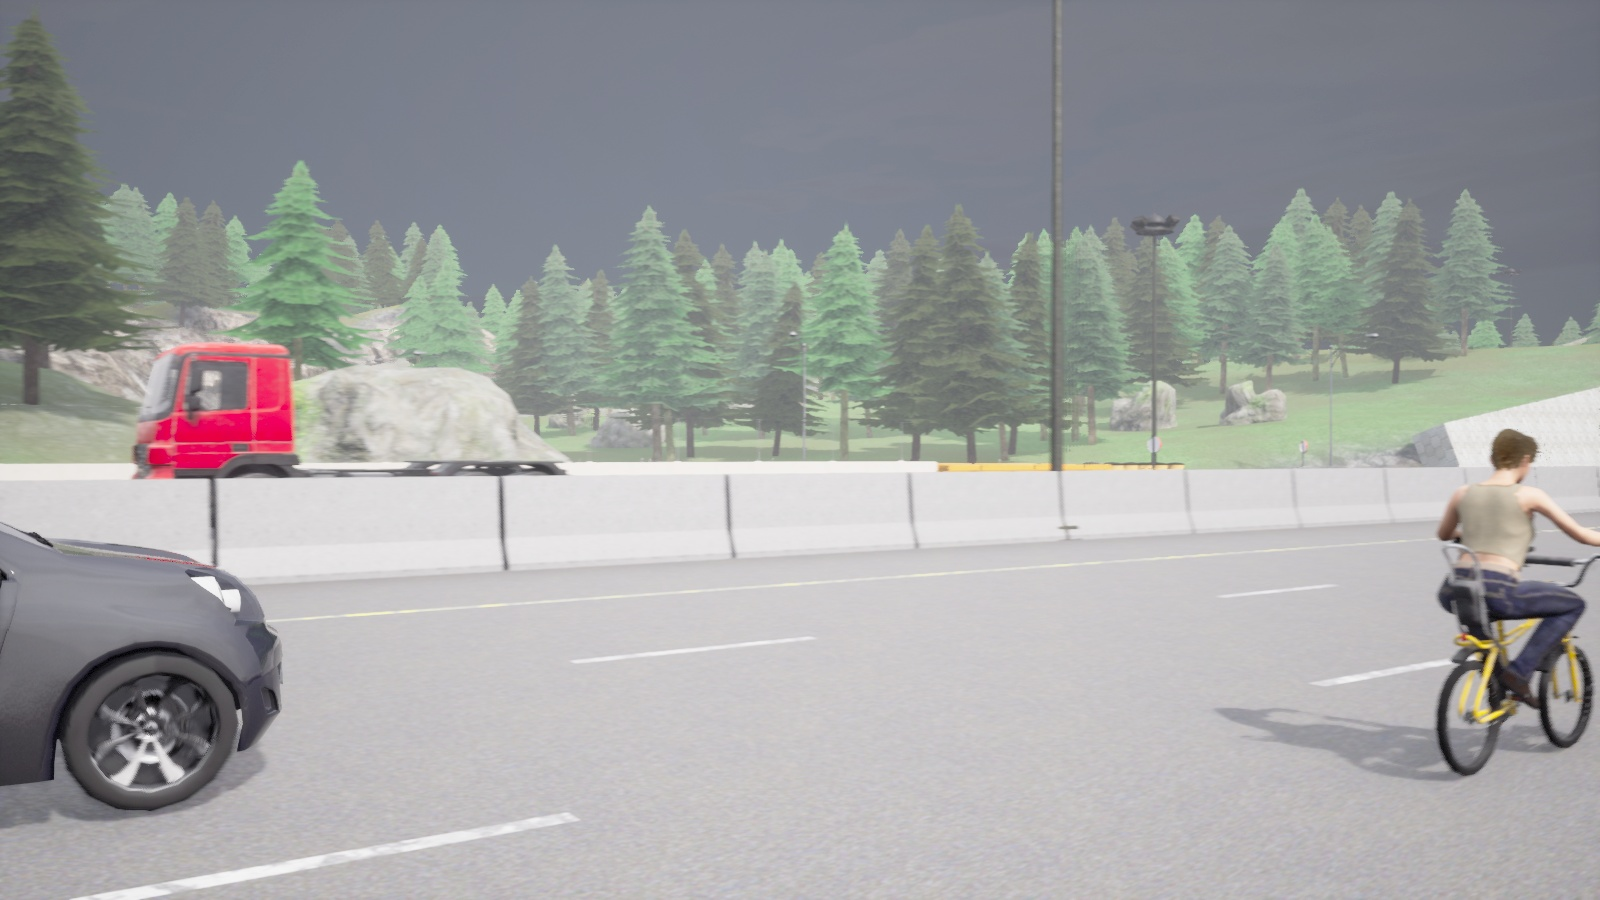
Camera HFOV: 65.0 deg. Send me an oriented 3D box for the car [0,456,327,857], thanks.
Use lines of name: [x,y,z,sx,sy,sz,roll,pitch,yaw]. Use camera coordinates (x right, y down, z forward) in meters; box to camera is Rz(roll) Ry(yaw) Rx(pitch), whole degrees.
car: [-4.048,0.780,5.106,3.633,1.501,1.845,0,0,-35]

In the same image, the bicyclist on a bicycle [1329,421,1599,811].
bicyclist on a bicycle: [3.357,0.689,5.990,1.509,1.612,0.866,0,0,-35]

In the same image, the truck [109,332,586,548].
truck: [-8.282,-0.162,23.524,7.936,3.462,2.891,0,0,-34]
